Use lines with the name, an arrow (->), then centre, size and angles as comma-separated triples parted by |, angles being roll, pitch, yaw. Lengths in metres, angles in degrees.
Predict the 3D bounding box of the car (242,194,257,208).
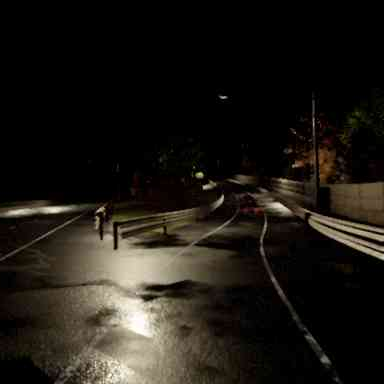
car -> 9.225, 1.483, 53.187 | 2.097, 1.767, 4.553 | -1, 2, 8

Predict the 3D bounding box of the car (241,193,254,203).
car -> 10.591, 1.120, 63.233 | 2.128, 1.511, 4.902 | -1, 3, 6
